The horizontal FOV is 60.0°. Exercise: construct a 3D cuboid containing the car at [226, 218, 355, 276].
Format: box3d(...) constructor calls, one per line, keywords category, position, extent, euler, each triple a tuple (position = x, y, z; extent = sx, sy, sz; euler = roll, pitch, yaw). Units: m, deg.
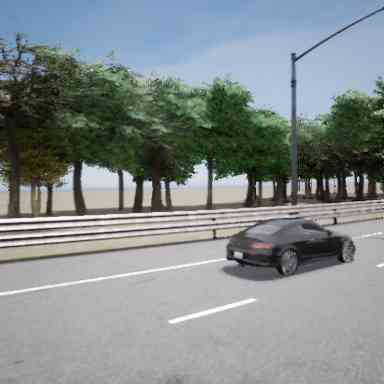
box3d(category="car", position=(3.114, 1.518, 10.264), extent=(4.674, 1.442, 1.812), euler=(0, 0, -35))
